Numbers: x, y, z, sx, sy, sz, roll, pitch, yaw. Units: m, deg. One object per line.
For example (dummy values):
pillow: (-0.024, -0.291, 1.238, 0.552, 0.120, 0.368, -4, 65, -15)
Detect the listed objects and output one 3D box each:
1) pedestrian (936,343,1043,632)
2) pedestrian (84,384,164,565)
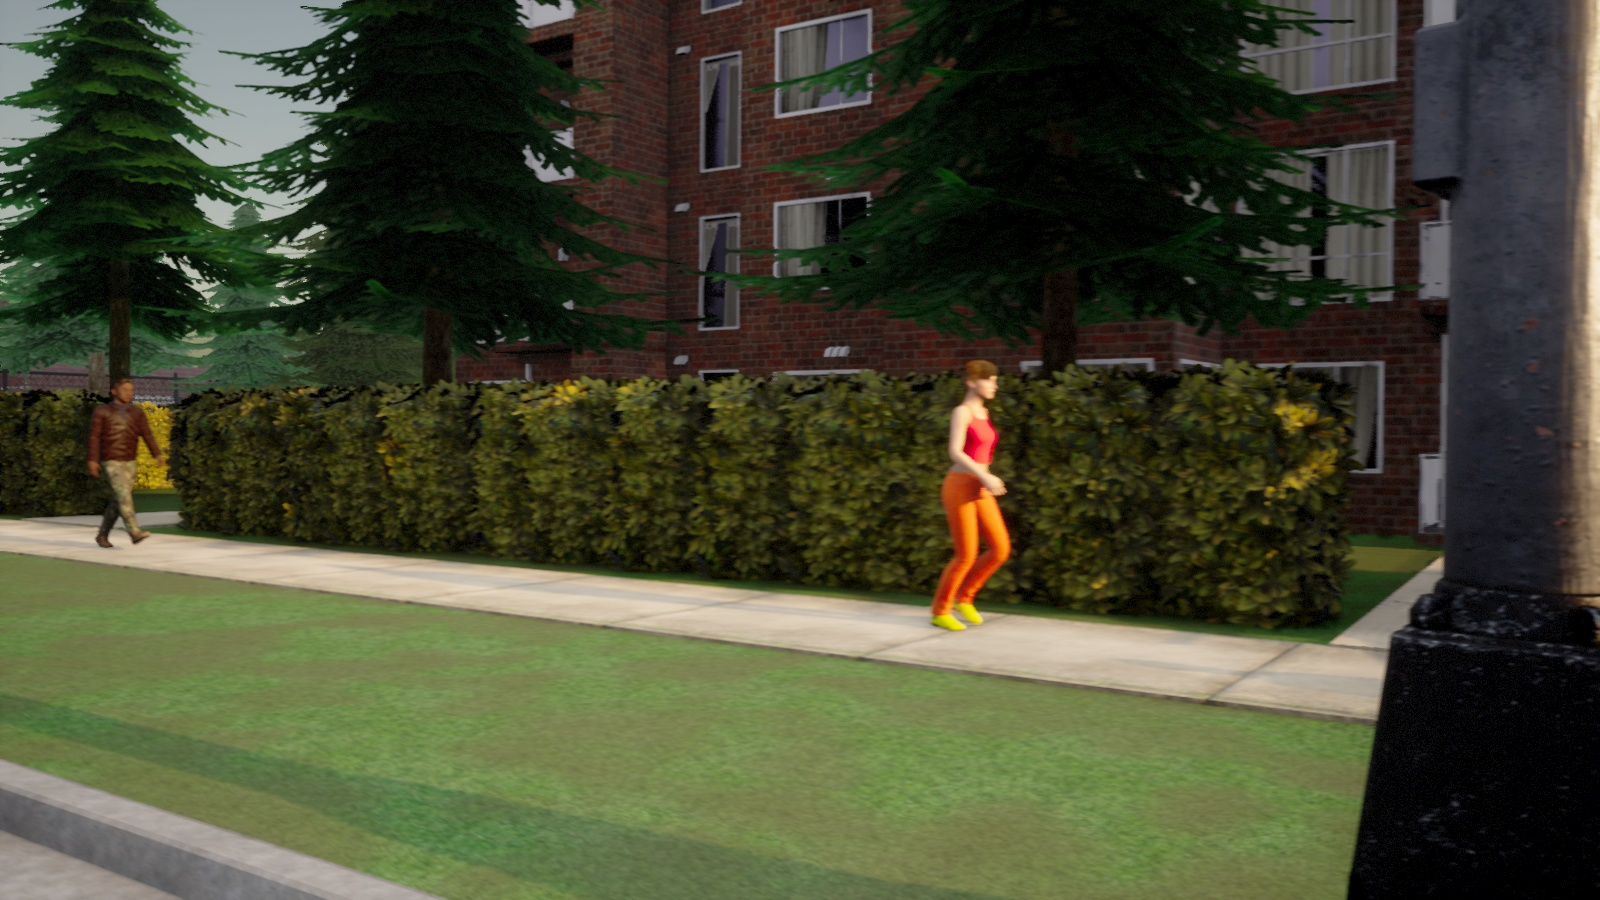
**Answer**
pedestrian: (1.245, 0.236, 8.270, 0.594, 1.836, 0.345, 0, 1, 34)
pedestrian: (-7.069, 0.245, 13.138, 0.703, 1.840, 0.431, 0, 1, 34)
